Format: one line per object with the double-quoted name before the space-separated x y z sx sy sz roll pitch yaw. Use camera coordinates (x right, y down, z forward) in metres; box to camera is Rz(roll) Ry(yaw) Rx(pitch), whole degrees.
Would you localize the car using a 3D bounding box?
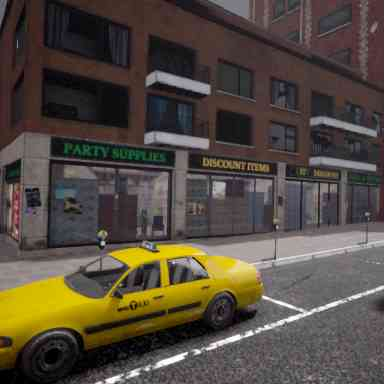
"car" -0.940 1.527 5.401 4.829 1.417 1.752 0 2 -35
